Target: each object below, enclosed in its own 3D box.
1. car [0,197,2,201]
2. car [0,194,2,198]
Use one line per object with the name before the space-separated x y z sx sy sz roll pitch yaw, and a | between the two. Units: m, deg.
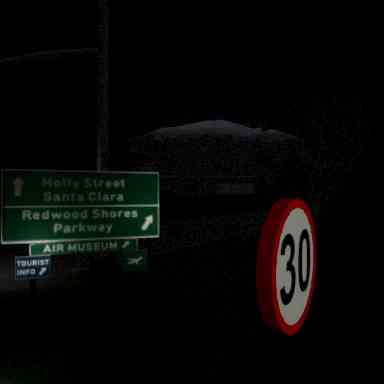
car | -12.447 1.504 26.027 1.905 1.878 3.866 0 0 35
car | -38.770 1.489 69.898 4.514 1.523 2.007 0 0 35
